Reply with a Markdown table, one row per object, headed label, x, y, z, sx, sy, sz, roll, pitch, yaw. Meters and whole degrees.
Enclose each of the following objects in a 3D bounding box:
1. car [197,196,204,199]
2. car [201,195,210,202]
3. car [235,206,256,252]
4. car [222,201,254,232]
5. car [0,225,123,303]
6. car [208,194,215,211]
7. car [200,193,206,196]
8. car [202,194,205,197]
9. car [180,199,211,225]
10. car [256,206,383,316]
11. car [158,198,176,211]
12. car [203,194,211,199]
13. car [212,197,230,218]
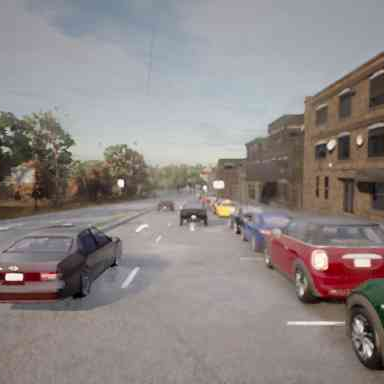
| label | x | y | z | sx | sy | sz | roll | pitch | yaw |
| --- | --- | --- | --- | --- | --- | --- | --- | --- | --- |
| car | 0.119 | 1.609 | 41.615 | 2.033 | 1.411 | 5.357 | 0 | 0 | 0 |
| car | 3.233 | 1.595 | 80.473 | 1.946 | 1.575 | 5.366 | 0 | 0 | 0 |
| car | 3.233 | 1.541 | 13.858 | 2.002 | 1.452 | 4.674 | 0 | 0 | 0 |
| car | 3.235 | 1.510 | 19.379 | 2.231 | 1.521 | 4.892 | 0 | 0 | 0 |
| car | -3.146 | 1.560 | 8.415 | 2.033 | 1.411 | 5.357 | 0 | 0 | 0 |
| car | 3.246 | 1.407 | 35.930 | 2.185 | 1.767 | 4.553 | 0 | 0 | 0 |
| car | 3.238 | 1.323 | 63.741 | 2.435 | 2.045 | 5.566 | 0 | 0 | 0 |
| car | 3.242 | 1.567 | 58.057 | 2.231 | 1.521 | 4.892 | 0 | 0 | 0 |
| car | 0.112 | 1.514 | 24.288 | 1.882 | 1.535 | 5.008 | 0 | 0 | 0 |
| car | 3.230 | 1.367 | 8.429 | 2.185 | 1.767 | 4.553 | 0 | 0 | 0 |
| car | -3.132 | 1.565 | 41.174 | 1.837 | 1.490 | 4.892 | 0 | 0 | 0 |
| car | 3.242 | 1.558 | 52.531 | 2.231 | 1.521 | 4.892 | 0 | 0 | 0 |
| car | 3.240 | 1.522 | 30.620 | 1.946 | 1.575 | 5.366 | 0 | 0 | 0 |
